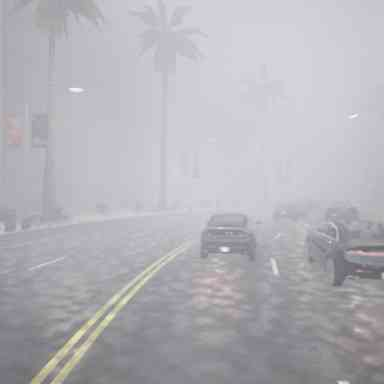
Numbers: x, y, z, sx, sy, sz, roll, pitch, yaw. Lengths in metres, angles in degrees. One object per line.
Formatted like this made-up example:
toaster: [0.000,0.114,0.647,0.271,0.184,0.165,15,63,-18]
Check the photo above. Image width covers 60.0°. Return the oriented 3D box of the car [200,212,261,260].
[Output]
car: [1.524,1.507,12.563,1.837,1.490,4.892,0,0,13]

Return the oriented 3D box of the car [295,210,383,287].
car: [4.392,1.494,9.151,2.128,1.511,4.902,0,0,9]

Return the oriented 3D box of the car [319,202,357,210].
car: [12.032,1.530,26.774,1.812,1.442,4.674,0,0,36]

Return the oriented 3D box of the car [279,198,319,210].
car: [12.455,1.498,37.361,4.902,1.511,2.128,0,0,-39]

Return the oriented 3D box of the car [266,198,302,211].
car: [11.321,1.533,40.890,4.674,1.442,1.812,0,0,-37]

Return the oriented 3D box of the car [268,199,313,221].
car: [8.164,1.569,27.301,1.994,1.385,4.181,0,0,34]
